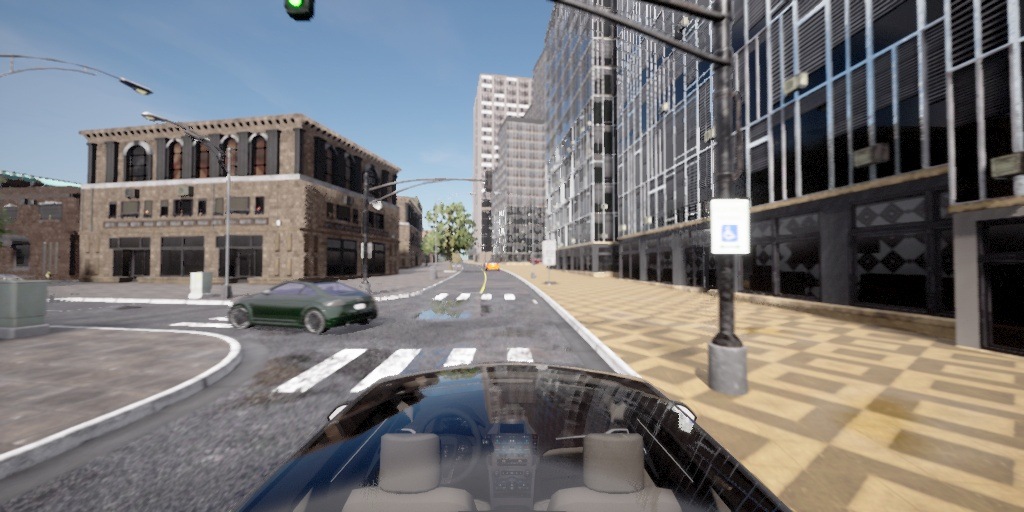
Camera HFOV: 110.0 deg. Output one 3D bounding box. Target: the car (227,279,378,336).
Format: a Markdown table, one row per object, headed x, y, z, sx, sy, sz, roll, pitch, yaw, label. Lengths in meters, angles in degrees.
| x | y | z | sx | sy | sz | roll | pitch | yaw | label |
| --- | --- | --- | --- | --- | --- | --- | --- | --- | --- |
| -6.091 | 1.379 | 10.501 | 4.181 | 1.385 | 1.994 | -1 | -1 | 18 | car |

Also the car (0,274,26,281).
| x | y | z | sx | sy | sz | roll | pitch | yaw | label |
| --- | --- | --- | --- | --- | --- | --- | --- | --- | --- |
| -24.071 | 1.476 | 16.242 | 4.403 | 1.370 | 2.007 | 0 | 0 | 10 | car |

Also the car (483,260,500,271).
| x | y | z | sx | sy | sz | roll | pitch | yaw | label |
| --- | --- | --- | --- | --- | --- | --- | --- | --- | --- |
| -3.082 | 1.416 | 56.058 | 2.097 | 1.767 | 4.553 | 0 | 0 | -7 | car |
